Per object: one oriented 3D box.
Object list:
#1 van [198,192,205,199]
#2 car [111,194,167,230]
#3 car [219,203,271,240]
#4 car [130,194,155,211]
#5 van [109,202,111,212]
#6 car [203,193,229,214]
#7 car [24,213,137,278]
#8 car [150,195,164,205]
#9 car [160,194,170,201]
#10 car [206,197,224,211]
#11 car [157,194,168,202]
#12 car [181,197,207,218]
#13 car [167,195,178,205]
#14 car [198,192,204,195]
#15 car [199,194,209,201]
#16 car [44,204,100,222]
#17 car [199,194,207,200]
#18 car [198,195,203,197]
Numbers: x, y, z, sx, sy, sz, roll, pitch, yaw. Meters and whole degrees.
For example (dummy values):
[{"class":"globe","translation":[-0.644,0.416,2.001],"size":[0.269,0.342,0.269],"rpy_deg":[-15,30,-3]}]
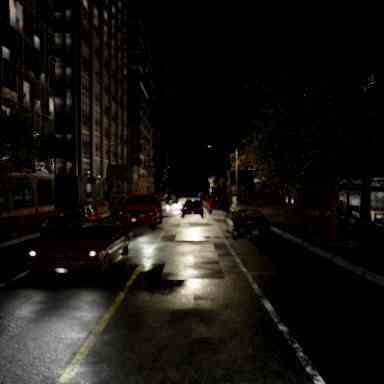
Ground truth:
[{"class":"van","translation":[2.518,0.954,88.967],"size":[1.690,1.788,3.998],"rpy_deg":[-1,0,0]},{"class":"car","translation":[-3.084,1.132,20.681],"size":[2.150,2.045,5.566],"rpy_deg":[0,0,1]},{"class":"car","translation":[2.661,1.481,16.285],"size":[2.008,1.369,4.403],"rpy_deg":[-1,0,0]},{"class":"car","translation":[-5.774,1.145,39.152],"size":[2.192,1.841,5.009],"rpy_deg":[-1,0,0]},{"class":"van","translation":[-5.755,1.220,28.083],"size":[1.690,1.788,3.998],"rpy_deg":[-1,0,0]},{"class":"car","translation":[2.615,1.169,33.623],"size":[2.192,1.841,5.009],"rpy_deg":[-1,0,0]},{"class":"car","translation":[-3.112,1.557,10.140],"size":[1.895,1.301,4.718],"rpy_deg":[0,0,0]},{"class":"car","translation":[-5.800,1.302,55.758],"size":[1.887,1.381,4.507],"rpy_deg":[-1,0,0]},{"class":"car","translation":[-5.830,1.211,72.192],"size":[1.752,1.417,4.829],"rpy_deg":[-1,0,0]},{"class":"car","translation":[2.609,1.355,39.328],"size":[1.752,1.417,4.829],"rpy_deg":[-1,0,0]},{"class":"car","translation":[-5.820,1.235,66.657],"size":[1.752,1.417,4.829],"rpy_deg":[-1,0,0]},{"class":"car","translation":[0.056,1.403,28.517],"size":[1.812,1.442,4.674],"rpy_deg":[0,0,0]},{"class":"car","translation":[-3.168,1.262,52.566],"size":[2.128,1.511,4.902],"rpy_deg":[0,0,0]},{"class":"car","translation":[2.566,1.049,61.296],"size":[2.192,1.841,5.009],"rpy_deg":[-1,0,0]},{"class":"car","translation":[2.551,1.251,72.365],"size":[1.947,1.339,4.313],"rpy_deg":[-1,0,0]},{"class":"car","translation":[-5.744,1.370,16.286],"size":[1.967,1.590,4.097],"rpy_deg":[-1,0,0]},{"class":"car","translation":[2.541,1.243,77.899],"size":[1.802,1.307,4.206],"rpy_deg":[-1,0,0]},{"class":"car","translation":[0.024,1.371,40.649],"size":[2.033,1.411,5.357],"rpy_deg":[0,0,0]}]
